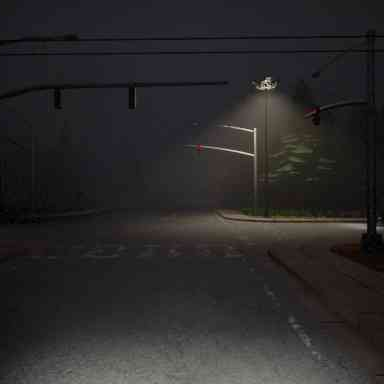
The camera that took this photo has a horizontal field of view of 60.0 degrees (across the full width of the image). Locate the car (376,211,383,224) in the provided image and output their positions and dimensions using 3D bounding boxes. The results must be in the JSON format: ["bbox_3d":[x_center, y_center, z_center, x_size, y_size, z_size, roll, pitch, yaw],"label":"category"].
[{"bbox_3d":[14.896,1.513,22.121,4.892,1.490,1.837,0,0,1],"label":"car"}]
